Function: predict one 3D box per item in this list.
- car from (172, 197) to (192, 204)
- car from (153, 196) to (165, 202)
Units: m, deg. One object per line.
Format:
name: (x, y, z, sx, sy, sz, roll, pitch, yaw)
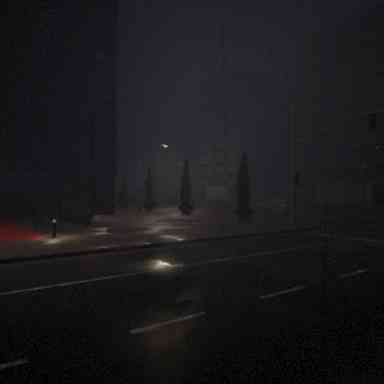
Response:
car: (-2.078, 1.626, 63.631, 1.895, 1.301, 4.718, 0, 0, -35)
car: (-7.812, 1.472, 71.752, 2.033, 1.411, 5.357, 0, 0, -35)
